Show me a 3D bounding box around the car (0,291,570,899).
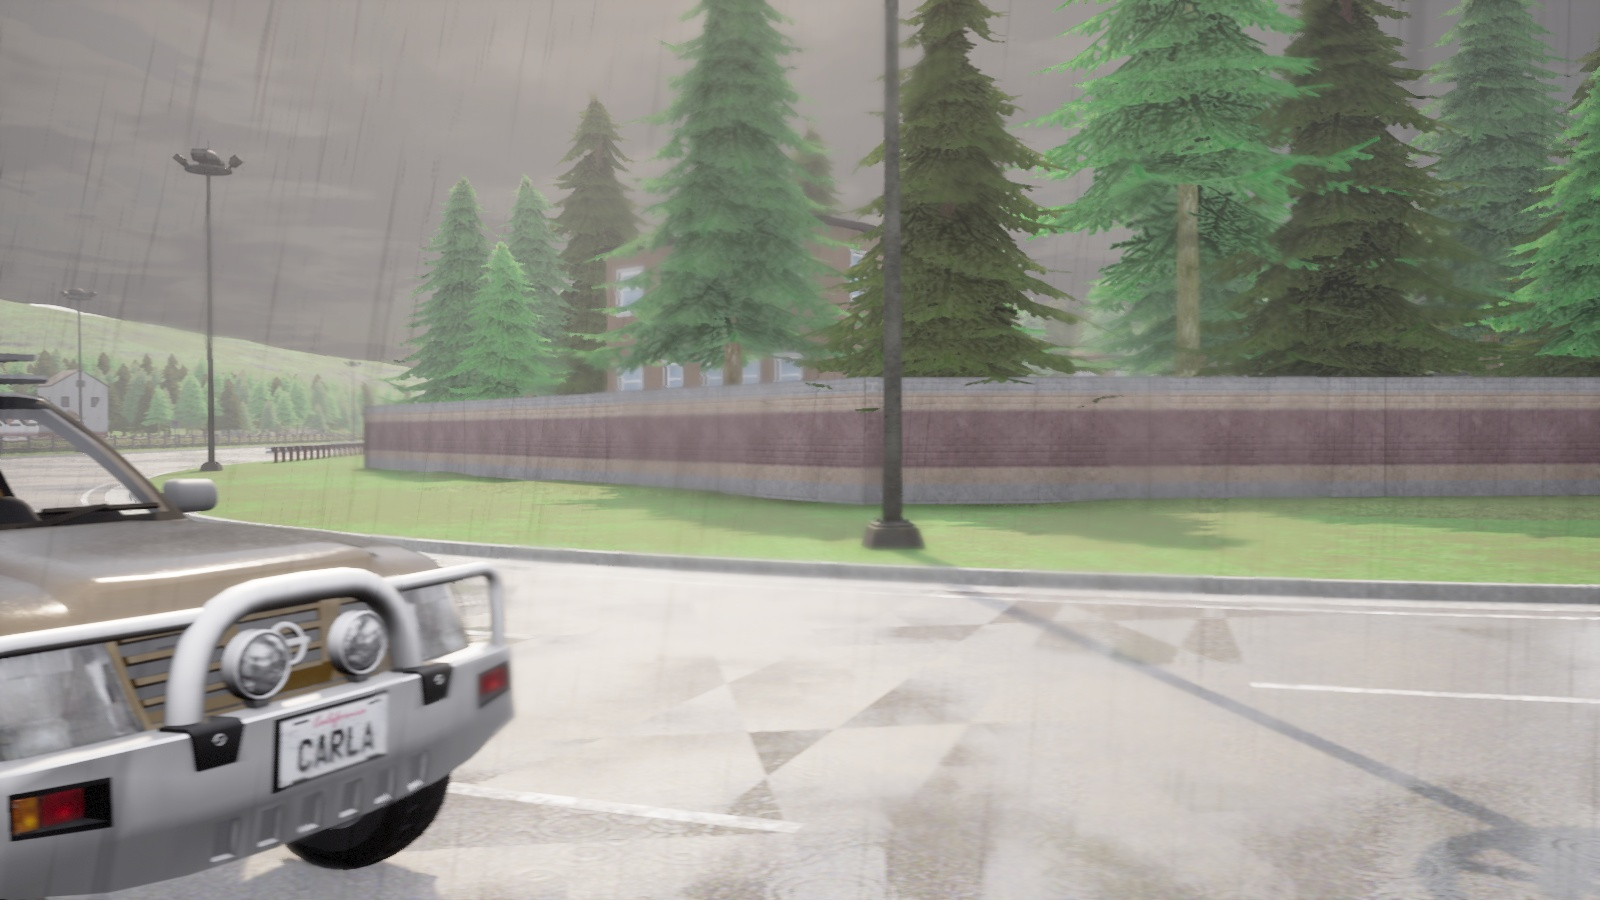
[{"bbox_3d":[-3.288,0.563,4.416,4.605,1.855,1.932,1,1,25],"label":"car"}]
